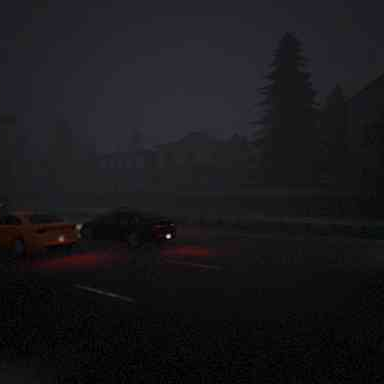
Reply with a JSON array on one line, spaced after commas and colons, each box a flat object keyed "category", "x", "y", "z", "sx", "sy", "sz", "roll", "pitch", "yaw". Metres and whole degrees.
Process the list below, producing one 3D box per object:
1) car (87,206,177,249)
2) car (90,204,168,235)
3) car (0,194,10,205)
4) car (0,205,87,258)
[{"category": "car", "x": -2.905, "y": 1.508, "z": 14.666, "sx": 4.892, "sy": 1.490, "sz": 1.837, "roll": 0, "pitch": 0, "yaw": 36}, {"category": "car", "x": -3.778, "y": 1.530, "z": 19.572, "sx": 4.674, "sy": 1.442, "sz": 1.812, "roll": 0, "pitch": 0, "yaw": 35}, {"category": "car", "x": -18.714, "y": 1.232, "z": 30.246, "sx": 5.566, "sy": 2.045, "sz": 2.150, "roll": 0, "pitch": 0, "yaw": 36}, {"category": "car", "x": -6.541, "y": 1.482, "z": 12.961, "sx": 5.008, "sy": 1.535, "sz": 1.882, "roll": 0, "pitch": 0, "yaw": 36}]
